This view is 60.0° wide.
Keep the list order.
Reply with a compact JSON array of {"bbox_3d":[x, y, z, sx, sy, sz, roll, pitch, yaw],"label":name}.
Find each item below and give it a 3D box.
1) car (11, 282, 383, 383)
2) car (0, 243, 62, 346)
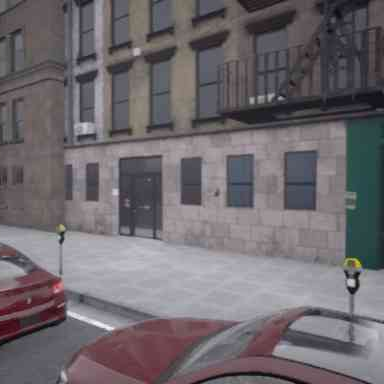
[{"bbox_3d":[0.770,1.539,2.282,4.206,1.307,1.802,1,1,35],"label":"car"},{"bbox_3d":[-3.759,1.471,5.434,4.206,1.307,1.802,1,1,35],"label":"car"}]
